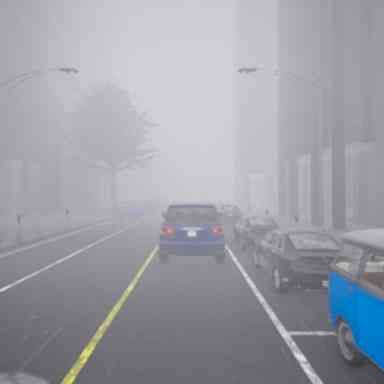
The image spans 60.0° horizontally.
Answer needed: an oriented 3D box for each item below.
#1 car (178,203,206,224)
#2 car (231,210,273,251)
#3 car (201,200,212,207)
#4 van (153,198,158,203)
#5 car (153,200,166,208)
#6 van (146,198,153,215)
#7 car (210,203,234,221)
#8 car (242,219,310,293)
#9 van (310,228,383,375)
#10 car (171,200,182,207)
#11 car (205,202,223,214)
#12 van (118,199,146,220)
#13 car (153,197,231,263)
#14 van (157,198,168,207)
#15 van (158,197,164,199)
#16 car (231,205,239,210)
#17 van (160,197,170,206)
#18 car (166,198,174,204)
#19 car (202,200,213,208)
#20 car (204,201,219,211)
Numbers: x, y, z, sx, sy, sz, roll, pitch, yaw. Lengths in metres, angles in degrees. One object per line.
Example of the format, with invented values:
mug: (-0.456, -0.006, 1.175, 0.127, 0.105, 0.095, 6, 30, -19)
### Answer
car: (0.019, 1.771, 28.514, 2.128, 1.511, 4.902, 0, 0, 0)
car: (2.765, 1.692, 14.544, 2.008, 1.369, 4.403, 0, -1, 0)
car: (2.768, 2.212, 65.110, 1.947, 1.339, 4.313, 0, -1, 0)
van: (-5.758, 1.760, 42.633, 1.690, 1.788, 3.998, 0, -1, 0)
car: (-5.757, 2.134, 59.484, 1.887, 1.381, 4.507, 0, -1, 0)
van: (-5.758, 1.703, 37.014, 1.690, 1.788, 3.998, 0, -1, 0)
car: (2.766, 1.833, 31.570, 1.752, 1.417, 4.829, 0, -1, 0)
car: (2.764, 1.638, 8.926, 2.008, 1.369, 4.403, 0, -1, 0)
van: (2.764, 1.374, 3.309, 1.690, 1.788, 3.998, 0, -1, 0)
car: (-3.020, 2.203, 64.574, 1.994, 1.385, 4.181, 0, -1, 1)
car: (2.767, 1.984, 42.637, 1.947, 1.339, 4.313, 0, -1, 0)
van: (-5.759, 1.648, 31.396, 1.690, 1.788, 3.998, 0, -1, 0)
car: (0.009, 1.348, 12.604, 2.150, 2.045, 5.566, 0, 0, 0)
van: (-5.756, 1.988, 65.104, 1.690, 1.788, 3.998, 0, -1, 0)
van: (-5.757, 1.873, 53.869, 1.690, 1.788, 3.998, 0, -1, 0)
car: (2.766, 1.691, 25.782, 1.967, 1.590, 4.097, 0, -1, 0)
van: (-5.756, 2.046, 70.723, 1.690, 1.788, 3.998, 0, -1, 0)
car: (-5.755, 2.406, 87.405, 1.752, 1.417, 4.829, 0, -1, 0)
car: (2.768, 2.116, 59.662, 1.752, 1.417, 4.829, 0, -1, 0)
car: (2.767, 2.041, 48.255, 1.947, 1.339, 4.313, 0, -1, 0)
